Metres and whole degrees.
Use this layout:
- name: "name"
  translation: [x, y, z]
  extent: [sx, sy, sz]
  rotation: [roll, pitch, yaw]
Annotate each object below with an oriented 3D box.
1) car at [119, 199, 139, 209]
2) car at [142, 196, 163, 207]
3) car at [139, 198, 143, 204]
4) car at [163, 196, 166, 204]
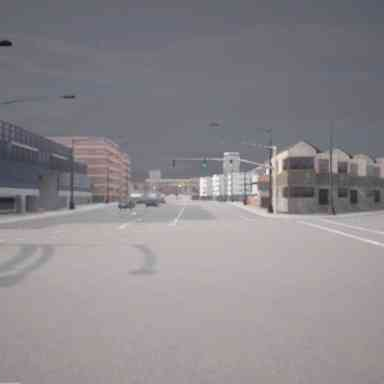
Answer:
- name: "car"
  translation: [-10.342, 1.900, 52.937]
  extent: [2.128, 1.511, 4.902]
  rotation: [0, 1, 0]
- name: "car"
  translation: [-6.795, 1.889, 57.696]
  extent: [2.033, 1.411, 5.357]
  rotation: [0, 1, 1]
- name: "car"
  translation: [-10.194, 1.873, 68.187]
  extent: [1.895, 1.301, 4.718]
  rotation: [0, 0, 0]
- name: "car"
  translation: [-6.688, 1.634, 69.567]
  extent: [2.097, 1.767, 4.553]
  rotation: [0, 0, 0]
